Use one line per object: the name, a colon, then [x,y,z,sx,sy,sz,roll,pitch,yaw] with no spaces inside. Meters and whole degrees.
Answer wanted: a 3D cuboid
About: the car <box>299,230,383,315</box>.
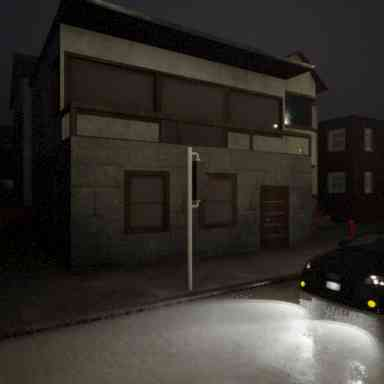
car: [4.320,1.564,7.233,4.181,1.385,1.994,0,0,-32]
